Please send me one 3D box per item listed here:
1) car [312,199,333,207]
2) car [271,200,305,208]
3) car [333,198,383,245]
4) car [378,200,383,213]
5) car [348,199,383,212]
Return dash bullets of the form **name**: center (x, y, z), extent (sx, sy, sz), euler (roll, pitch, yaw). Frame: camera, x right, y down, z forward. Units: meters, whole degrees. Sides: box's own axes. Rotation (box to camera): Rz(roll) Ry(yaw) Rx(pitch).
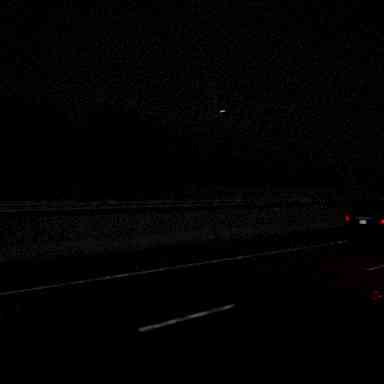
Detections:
- **car**: center (17.209, 1.585, 42.049), extent (4.902, 1.511, 2.128), euler (0, 0, -35)
- **car**: center (12.405, 1.688, 42.925), extent (4.718, 1.301, 1.895), euler (0, 0, -35)
- **car**: center (8.821, 1.261, 14.469), extent (5.566, 2.045, 2.150), euler (0, 0, -36)
- **car**: center (23.250, 1.603, 37.744), extent (4.892, 1.490, 1.837), euler (0, 0, -35)
- **car**: center (21.218, 1.603, 40.595), extent (4.892, 1.490, 1.837), euler (0, 0, -35)
